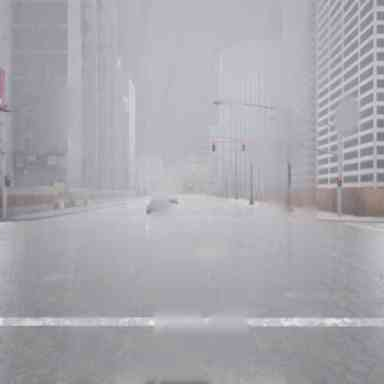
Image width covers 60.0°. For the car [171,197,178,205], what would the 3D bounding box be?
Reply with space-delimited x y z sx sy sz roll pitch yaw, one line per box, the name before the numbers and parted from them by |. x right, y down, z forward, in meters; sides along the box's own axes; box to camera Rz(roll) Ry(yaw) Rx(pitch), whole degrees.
car | -3.411 1.530 57.756 1.895 1.301 4.718 0 0 0

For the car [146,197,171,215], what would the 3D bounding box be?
car | -3.448 1.514 33.383 1.837 1.490 4.892 0 0 0
